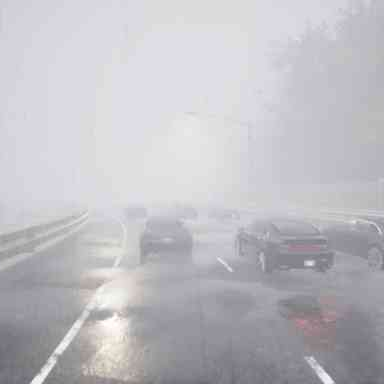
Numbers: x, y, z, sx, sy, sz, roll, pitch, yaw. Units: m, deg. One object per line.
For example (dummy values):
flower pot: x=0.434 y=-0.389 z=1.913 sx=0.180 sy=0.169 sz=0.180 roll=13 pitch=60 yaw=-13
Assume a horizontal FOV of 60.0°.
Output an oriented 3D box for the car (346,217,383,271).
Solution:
car: x=6.140 y=1.584 z=11.294 sx=2.128 sy=1.511 sz=4.902 roll=0 pitch=0 yaw=-6

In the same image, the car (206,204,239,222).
car: x=2.699 y=1.778 z=28.940 sx=1.812 sy=1.442 sz=4.674 roll=0 pitch=-1 yaw=-16

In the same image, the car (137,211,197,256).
car: x=-1.163 y=1.689 z=13.834 sx=1.994 sy=1.385 sz=4.181 roll=0 pitch=-1 yaw=-8

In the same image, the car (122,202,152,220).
car: x=-5.550 y=1.770 z=32.063 sx=1.882 sy=1.535 sz=5.008 roll=0 pitch=-1 yaw=-18

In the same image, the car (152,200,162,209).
car: x=-5.913 y=2.066 z=55.750 sx=1.994 sy=1.385 sz=4.181 roll=0 pitch=-1 yaw=-16

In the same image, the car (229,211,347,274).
car: x=2.755 y=1.598 z=10.926 sx=1.837 sy=1.490 sz=4.892 roll=0 pitch=-1 yaw=-6

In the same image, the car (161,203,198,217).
car: x=-0.946 y=1.751 z=29.044 sx=2.128 sy=1.511 sz=4.902 roll=0 pitch=-1 yaw=-16
